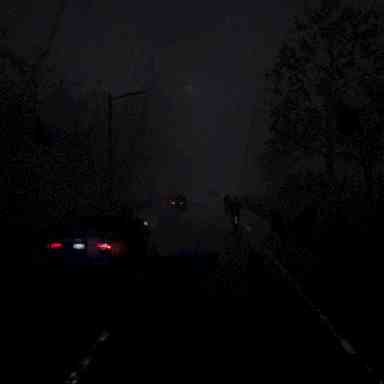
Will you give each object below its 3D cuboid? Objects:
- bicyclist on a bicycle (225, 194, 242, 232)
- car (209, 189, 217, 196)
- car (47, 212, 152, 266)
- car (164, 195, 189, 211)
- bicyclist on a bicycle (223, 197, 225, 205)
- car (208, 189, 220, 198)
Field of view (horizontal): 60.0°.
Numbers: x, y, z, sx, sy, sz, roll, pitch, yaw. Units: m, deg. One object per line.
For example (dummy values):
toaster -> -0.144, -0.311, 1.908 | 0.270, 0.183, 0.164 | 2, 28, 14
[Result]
bicyclist on a bicycle -> 2.085, 1.061, 16.070 | 0.659, 1.776, 1.843 | 0, 1, 3
car -> 4.671, 0.088, 73.887 | 1.837, 1.490, 4.892 | 0, 1, 4
car -> -2.623, 1.338, 10.701 | 2.033, 1.411, 5.357 | 0, 1, 4
car -> -1.402, 0.959, 30.541 | 2.033, 1.411, 5.357 | 0, 1, 4
bicyclist on a bicycle -> 2.626, 0.975, 24.861 | 0.582, 1.620, 1.656 | 0, 1, 3
car -> 3.942, 0.195, 60.421 | 2.097, 1.767, 4.553 | 0, 1, 3
